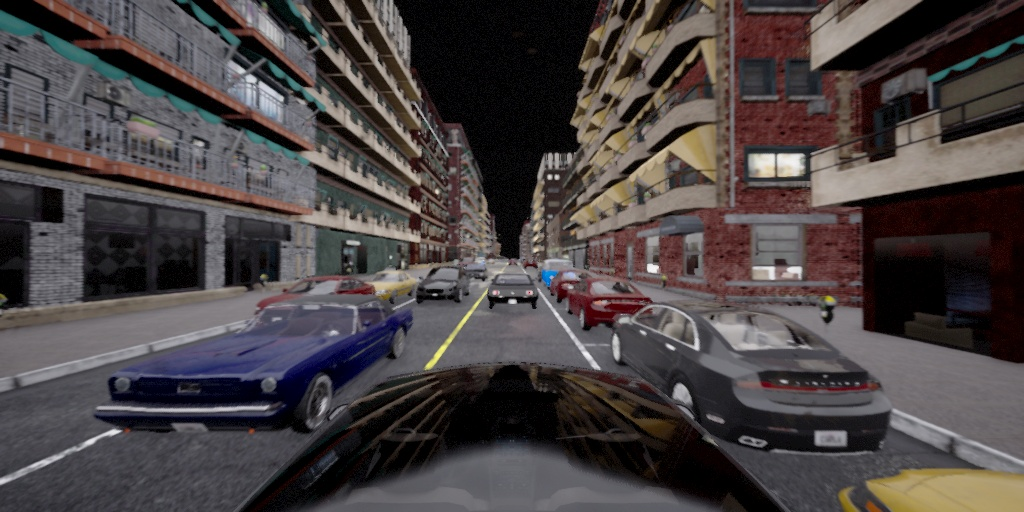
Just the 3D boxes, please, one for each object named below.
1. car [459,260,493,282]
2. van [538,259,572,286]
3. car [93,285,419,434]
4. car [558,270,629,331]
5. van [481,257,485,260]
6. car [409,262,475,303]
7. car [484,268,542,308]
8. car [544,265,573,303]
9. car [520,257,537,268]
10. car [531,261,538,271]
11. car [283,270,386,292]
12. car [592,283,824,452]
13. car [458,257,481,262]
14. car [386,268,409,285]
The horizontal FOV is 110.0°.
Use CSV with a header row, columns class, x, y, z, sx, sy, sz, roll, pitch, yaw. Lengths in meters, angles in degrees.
class,x,y,z,sx,sy,sz,roll,pitch,yaw
car,-2.921,1.304,29.405,2.033,1.411,5.357,0,0,0
van,2.748,1.103,22.200,1.690,1.789,3.998,0,0,0
car,-3.096,1.347,5.658,1.895,1.301,4.718,0,0,0
car,2.714,1.302,10.876,1.888,1.381,4.507,0,0,0
van,-5.512,1.126,61.859,1.690,1.789,3.998,0,0,0
car,-3.051,1.251,16.629,1.837,1.490,4.892,0,1,0
car,0.035,1.355,15.146,1.895,1.301,4.718,0,0,0
car,2.731,1.304,16.537,1.888,1.381,4.507,0,0,0
car,2.851,1.107,56.172,2.192,1.841,5.009,0,0,0
car,2.765,1.316,27.862,2.007,1.370,4.403,0,0,0
car,-5.666,1.288,10.901,1.888,1.381,4.507,0,0,0
car,2.696,1.306,5.213,2.007,1.370,4.403,0,0,0
car,-5.563,1.081,44.873,2.192,1.841,5.009,0,0,0
car,-5.650,1.270,16.393,1.751,1.417,4.829,0,0,0
